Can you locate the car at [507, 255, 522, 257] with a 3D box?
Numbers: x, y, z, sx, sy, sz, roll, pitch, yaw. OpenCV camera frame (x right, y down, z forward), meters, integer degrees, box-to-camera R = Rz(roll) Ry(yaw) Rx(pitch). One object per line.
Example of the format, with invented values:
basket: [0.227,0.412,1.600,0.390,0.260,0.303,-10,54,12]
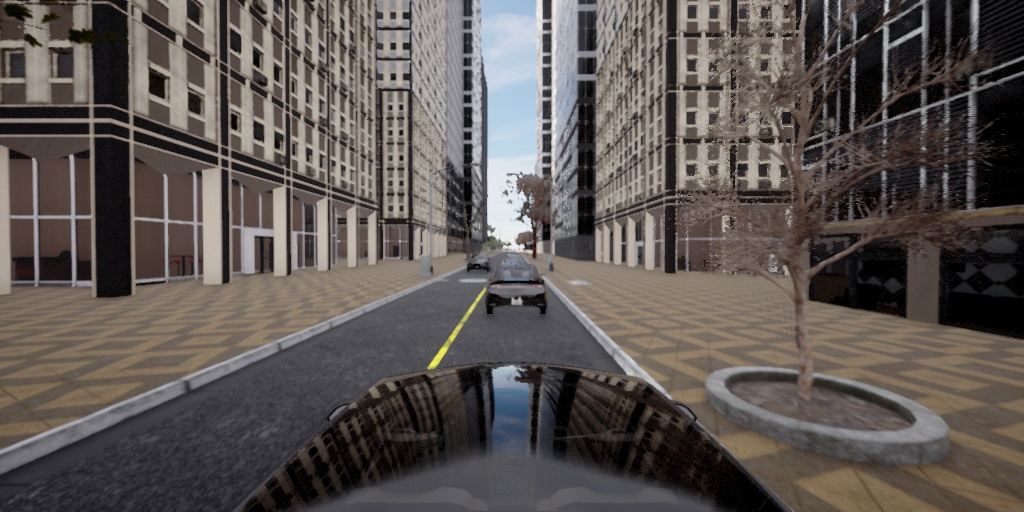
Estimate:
car: [0.222,0.577,30.482,2.033,1.411,5.357,0,1,0]

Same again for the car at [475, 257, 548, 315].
car: [0.144,0.981,12.138,2.128,1.511,4.902,0,2,0]

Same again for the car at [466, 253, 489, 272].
car: [-2.719,0.537,30.341,1.837,1.490,4.892,0,1,0]
